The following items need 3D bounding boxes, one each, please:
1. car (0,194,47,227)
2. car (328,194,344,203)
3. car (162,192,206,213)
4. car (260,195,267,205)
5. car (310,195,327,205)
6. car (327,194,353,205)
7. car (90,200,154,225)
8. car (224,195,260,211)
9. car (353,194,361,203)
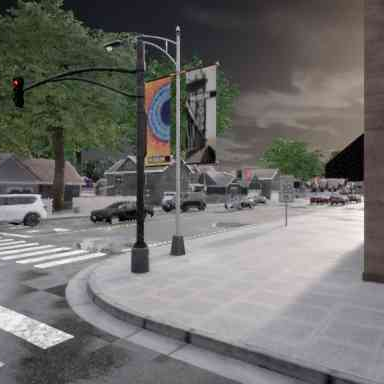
[{"bbox_3d":[-11.531,1.153,19.759,2.150,2.045,5.566,0,0,38],"label":"car"},{"bbox_3d":[26.664,1.146,61.473,1.837,1.490,4.892,0,0,36],"label":"car"},{"bbox_3d":[-0.678,1.051,34.732,2.150,2.045,5.566,0,0,36],"label":"car"},{"bbox_3d":[9.299,1.228,48.605,2.128,1.511,4.902,0,0,36],"label":"car"},{"bbox_3d":[20.029,1.171,52.192,1.882,1.535,5.008,0,0,36],"label":"car"},{"bbox_3d":[22.084,1.204,49.479,1.837,1.490,4.892,0,0,36],"label":"car"},{"bbox_3d":[-4.813,1.370,23.382,1.882,1.535,5.008,0,0,36],"label":"car"},{"bbox_3d":[5.396,1.288,37.641,2.128,1.511,4.902,0,0,36],"label":"car"},{"bbox_3d":[28.276,1.155,58.143,1.837,1.490,4.892,0,0,36],"label":"car"}]
